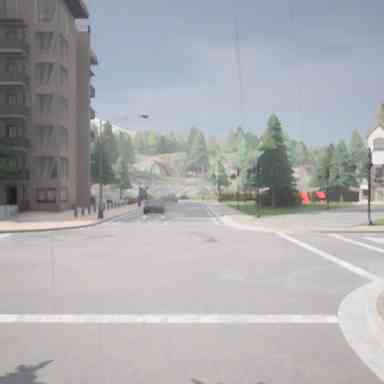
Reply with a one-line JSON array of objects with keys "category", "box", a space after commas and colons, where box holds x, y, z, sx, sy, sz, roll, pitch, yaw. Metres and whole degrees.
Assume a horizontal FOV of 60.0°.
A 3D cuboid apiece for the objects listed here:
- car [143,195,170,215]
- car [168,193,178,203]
[{"category": "car", "box": [-3.545, 1.379, 32.358, 1.882, 1.535, 5.008, 0, 1, 0]}, {"category": "car", "box": [-3.584, 0.990, 58.441, 2.097, 1.767, 4.553, 0, 0, 0]}]
